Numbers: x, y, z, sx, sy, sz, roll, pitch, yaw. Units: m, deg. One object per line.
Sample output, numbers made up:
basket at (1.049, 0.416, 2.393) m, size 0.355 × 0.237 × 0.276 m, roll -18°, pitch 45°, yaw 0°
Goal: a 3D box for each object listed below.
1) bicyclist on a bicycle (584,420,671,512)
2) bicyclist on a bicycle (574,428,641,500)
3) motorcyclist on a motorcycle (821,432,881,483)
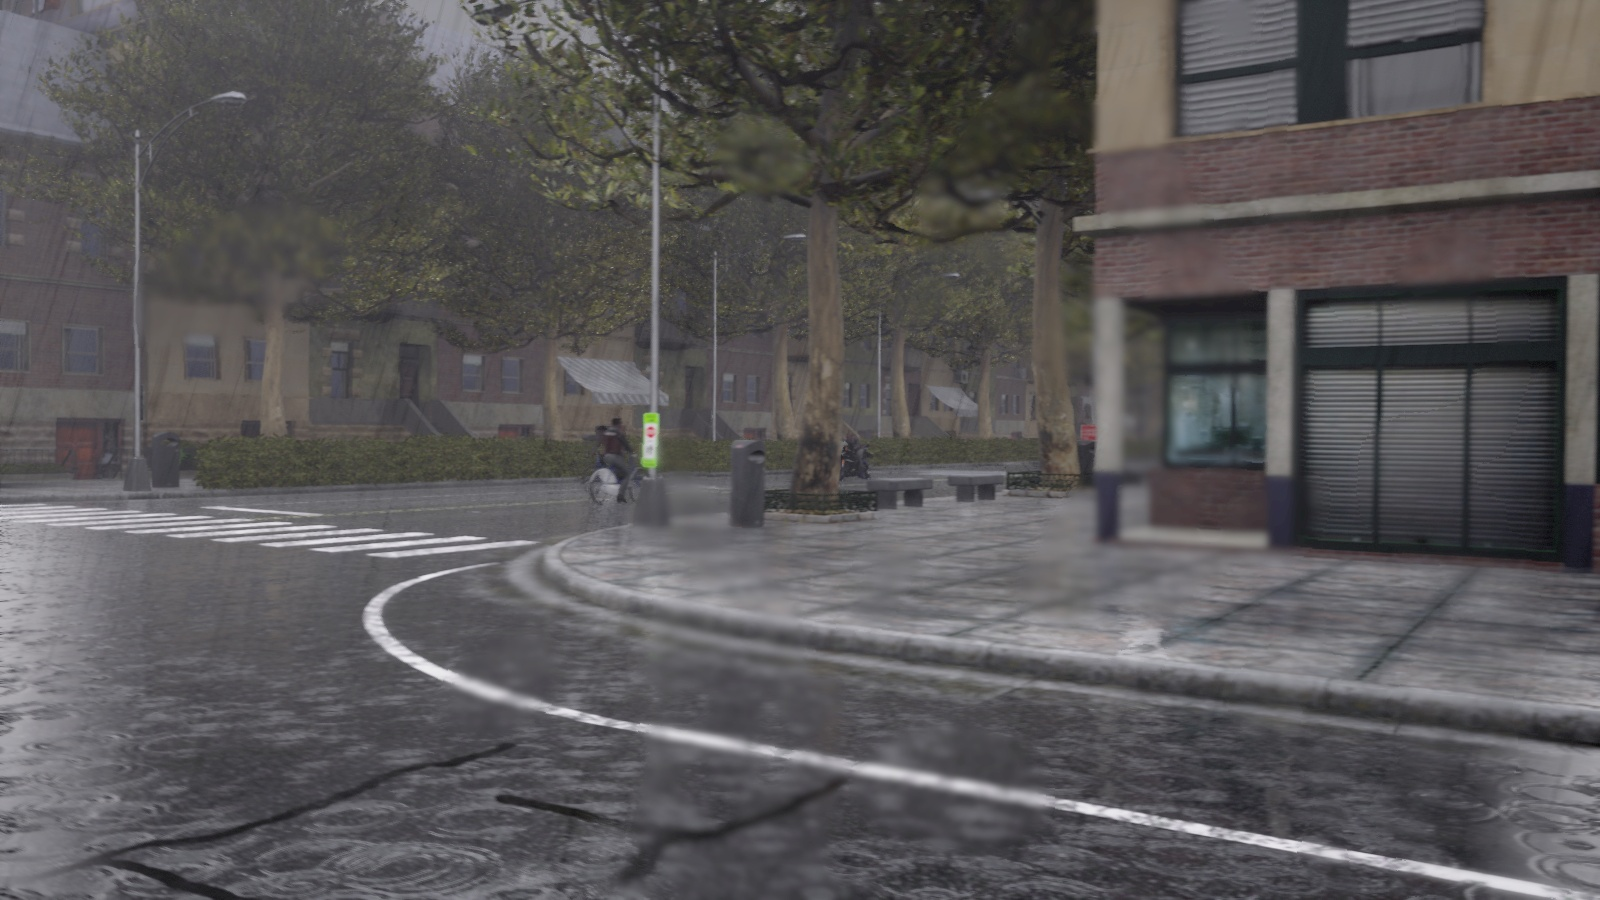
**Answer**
bicyclist on a bicycle at (-3.433, 0.287, 25.106) m, size 0.659 × 1.776 × 1.843 m, roll 0°, pitch 1°, yaw 33°
bicyclist on a bicycle at (-4.546, 0.316, 29.749) m, size 0.582 × 1.620 × 1.656 m, roll 0°, pitch 2°, yaw 34°
motorcyclist on a motorcycle at (1.610, 0.213, 39.147) m, size 0.866 × 1.530 × 2.191 m, roll 0°, pitch 1°, yaw 33°
